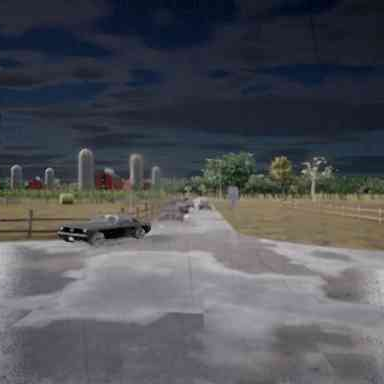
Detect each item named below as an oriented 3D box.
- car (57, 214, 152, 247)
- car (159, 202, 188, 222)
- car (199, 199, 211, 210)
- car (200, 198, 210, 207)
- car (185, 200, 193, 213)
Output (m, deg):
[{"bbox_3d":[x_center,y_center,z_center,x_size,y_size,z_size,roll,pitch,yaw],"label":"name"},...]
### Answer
[{"bbox_3d":[-4.056,1.753,16.148,1.895,1.301,4.718,1,-1,29],"label":"car"},{"bbox_3d":[-1.704,1.860,29.063,1.994,1.385,4.181,0,0,2],"label":"car"},{"bbox_3d":[2.051,2.099,51.970,1.895,1.301,4.718,0,-1,2],"label":"car"},{"bbox_3d":[2.556,2.106,67.055,1.882,1.535,5.008,0,0,2],"label":"car"},{"bbox_3d":[-1.288,1.953,40.885,2.033,1.411,5.357,0,0,2],"label":"car"}]
